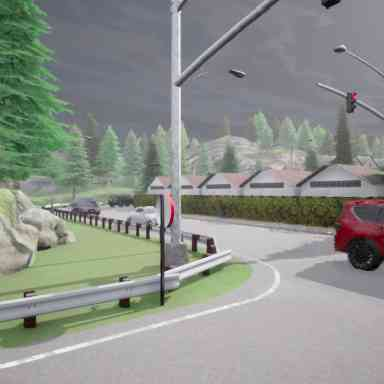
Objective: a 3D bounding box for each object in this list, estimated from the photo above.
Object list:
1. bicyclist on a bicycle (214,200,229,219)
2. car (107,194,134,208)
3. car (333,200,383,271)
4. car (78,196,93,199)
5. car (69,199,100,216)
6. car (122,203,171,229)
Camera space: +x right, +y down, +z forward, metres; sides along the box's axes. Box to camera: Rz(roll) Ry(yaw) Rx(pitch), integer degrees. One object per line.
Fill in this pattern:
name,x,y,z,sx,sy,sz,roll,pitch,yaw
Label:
bicyclist on a bicycle,2.525,1.494,28.091,1.656,1.620,0.582,0,0,-35
car,-10.955,1.398,53.198,2.150,2.045,5.566,0,0,33
car,6.712,1.283,9.060,2.150,2.045,5.566,0,0,-35
car,-16.397,1.527,50.064,2.097,1.767,4.553,0,0,16
car,-10.998,1.755,34.548,1.994,1.385,4.181,0,0,-34
car,-2.839,1.717,22.705,1.812,1.442,4.674,0,0,-35
